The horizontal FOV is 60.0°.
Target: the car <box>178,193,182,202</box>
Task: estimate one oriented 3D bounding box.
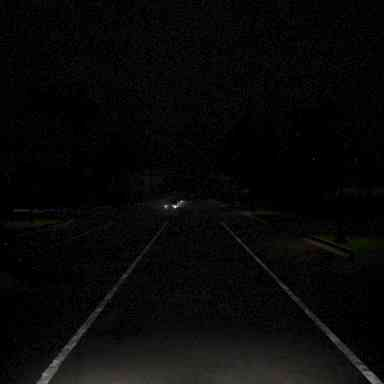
[{"bbox_3d":[-3.543,1.225,69.959,2.150,2.045,5.566,0,0,0],"label":"car"}]

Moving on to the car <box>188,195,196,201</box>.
[{"bbox_3d":[-0.054,1.478,88.449,1.882,1.535,5.008,0,0,0],"label":"car"}]

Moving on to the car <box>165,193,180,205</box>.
[{"bbox_3d":[-3.620,1.478,58.560,1.882,1.535,5.008,0,0,0],"label":"car"}]

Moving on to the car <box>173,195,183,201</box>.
[{"bbox_3d":[-3.551,1.525,84.769,2.128,1.511,4.902,0,0,0],"label":"car"}]

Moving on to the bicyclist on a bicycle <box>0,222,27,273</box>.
[{"bbox_3d":[-5.374,1.455,9.131,1.656,1.620,0.582,-2,0,0],"label":"bicyclist on a bicycle"}]
